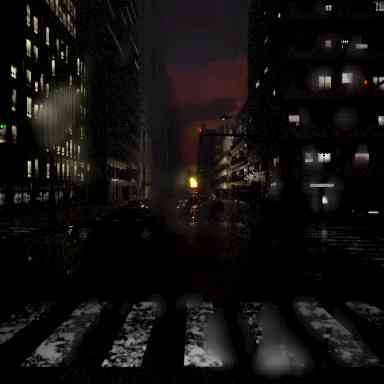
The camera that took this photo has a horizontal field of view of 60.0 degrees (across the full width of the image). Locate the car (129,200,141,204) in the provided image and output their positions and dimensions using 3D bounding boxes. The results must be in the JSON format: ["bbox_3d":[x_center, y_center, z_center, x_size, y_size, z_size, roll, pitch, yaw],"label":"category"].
[{"bbox_3d":[-5.642,1.516,32.814,1.752,1.417,4.829,-1,0,0],"label":"car"}]

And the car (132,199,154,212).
[{"bbox_3d":[-5.631,1.555,38.639,1.947,1.339,4.313,-1,0,0],"label":"car"}]

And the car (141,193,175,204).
[{"bbox_3d":[-3.045,1.212,31.115,2.150,2.045,5.566,0,0,0],"label":"car"}]

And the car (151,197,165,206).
[{"bbox_3d":[-5.598,1.530,55.602,1.887,1.381,4.507,-1,0,0],"label":"car"}]

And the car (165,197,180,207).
[{"bbox_3d":[-2.990,1.534,52.138,2.033,1.411,5.357,0,0,0],"label":"car"}]

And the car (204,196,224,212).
[{"bbox_3d":[2.749,1.540,38.623,2.008,1.369,4.403,-1,0,0],"label":"car"}]

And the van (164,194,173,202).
[{"bbox_3d":[-5.558,1.322,78.221,1.690,1.788,3.998,-1,0,0],"label":"van"}]

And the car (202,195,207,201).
[{"bbox_3d":[2.813,1.422,72.551,1.967,1.590,4.097,-1,0,0],"label":"car"}]

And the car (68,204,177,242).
[{"bbox_3d":[-3.360,1.499,15.864,4.892,1.490,1.837,0,0,1],"label":"car"}]

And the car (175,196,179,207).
[{"bbox_3d":[-3.016,1.210,41.594,2.150,2.045,5.566,0,0,0],"label":"car"}]

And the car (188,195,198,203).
[{"bbox_3d":[0.193,1.488,70.928,2.128,1.511,4.902,0,0,0],"label":"car"}]

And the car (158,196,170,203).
[{"bbox_3d":[-5.576,1.528,66.911,1.887,1.381,4.507,-1,0,0],"label":"car"}]

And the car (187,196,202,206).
[{"bbox_3d":[0.205,1.463,56.066,1.882,1.535,5.008,0,0,0],"label":"car"}]
